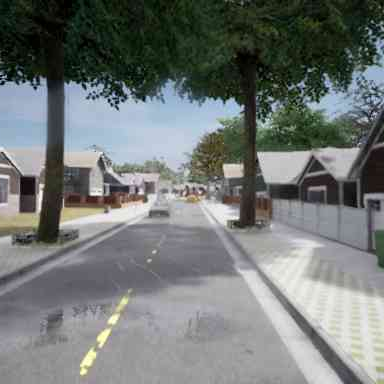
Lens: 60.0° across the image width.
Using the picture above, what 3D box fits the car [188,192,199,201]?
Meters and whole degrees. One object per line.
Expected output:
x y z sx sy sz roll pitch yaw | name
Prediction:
0.355 1.061 77.036 2.150 2.045 5.566 0 0 3 | car

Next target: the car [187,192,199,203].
0.000 1.390 66.638 1.882 1.535 5.008 0 0 2 | car

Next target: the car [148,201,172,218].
-2.825 1.525 30.665 2.033 1.411 5.357 0 0 0 | car
